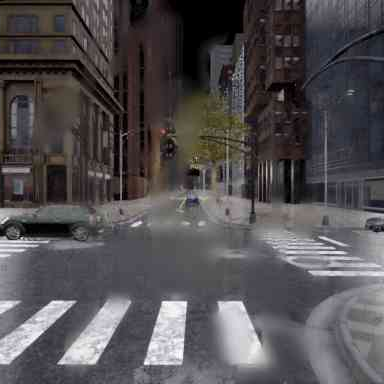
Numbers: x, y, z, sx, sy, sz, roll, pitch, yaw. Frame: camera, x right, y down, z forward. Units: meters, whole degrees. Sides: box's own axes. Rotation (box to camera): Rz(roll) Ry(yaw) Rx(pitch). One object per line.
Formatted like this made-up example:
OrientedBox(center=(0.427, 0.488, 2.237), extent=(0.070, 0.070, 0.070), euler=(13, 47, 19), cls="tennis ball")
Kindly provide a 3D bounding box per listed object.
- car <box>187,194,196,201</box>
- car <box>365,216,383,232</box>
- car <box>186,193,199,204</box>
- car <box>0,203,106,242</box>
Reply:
OrientedBox(center=(-0.056, 1.109, 70.734), extent=(1.812, 1.442, 4.674), euler=(0, 1, 0), cls="car")
OrientedBox(center=(11.907, 1.631, 18.350), extent=(4.403, 1.369, 2.008), euler=(0, 0, 0), cls="car")
OrientedBox(center=(0.035, 1.101, 54.756), extent=(2.097, 1.767, 4.553), euler=(0, 1, -2), cls="car")
OrientedBox(center=(-6.513, 1.316, 15.763), extent=(4.553, 1.767, 2.097), euler=(1, 0, 0), cls="car")
